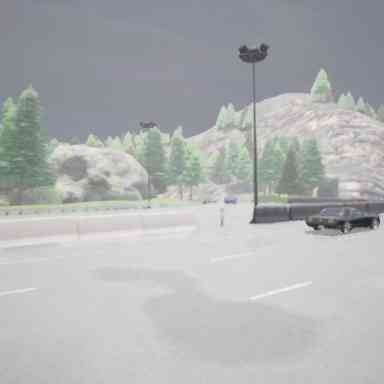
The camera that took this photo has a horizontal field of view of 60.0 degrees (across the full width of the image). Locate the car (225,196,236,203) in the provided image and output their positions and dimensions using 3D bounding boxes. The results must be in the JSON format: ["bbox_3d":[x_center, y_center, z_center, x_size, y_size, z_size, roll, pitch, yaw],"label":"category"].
[{"bbox_3d":[8.745,1.769,75.568,1.837,1.490,4.892,-1,-1,0],"label":"car"}]

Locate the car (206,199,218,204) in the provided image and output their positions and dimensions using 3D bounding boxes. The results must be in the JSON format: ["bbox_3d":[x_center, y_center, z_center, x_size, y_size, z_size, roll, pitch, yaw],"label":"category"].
[{"bbox_3d":[5.334,2.631,91.184,2.033,1.411,5.357,-1,-3,-19],"label":"car"}]

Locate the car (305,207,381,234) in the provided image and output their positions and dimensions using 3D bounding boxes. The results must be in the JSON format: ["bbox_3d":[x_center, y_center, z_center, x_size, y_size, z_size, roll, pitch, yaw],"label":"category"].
[{"bbox_3d":[8.454,1.498,18.392,4.718,1.301,1.895,0,0,-36],"label":"car"}]

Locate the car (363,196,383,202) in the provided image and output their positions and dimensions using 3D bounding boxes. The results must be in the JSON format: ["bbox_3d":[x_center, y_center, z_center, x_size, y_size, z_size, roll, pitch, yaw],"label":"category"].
[{"bbox_3d":[28.011,1.326,49.780,4.181,1.385,1.994,1,-1,-35],"label":"car"}]

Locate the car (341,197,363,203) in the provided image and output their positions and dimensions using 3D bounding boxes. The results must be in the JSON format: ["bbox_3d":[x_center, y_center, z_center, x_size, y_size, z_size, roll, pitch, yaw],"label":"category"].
[{"bbox_3d":[25.513,1.356,52.291,4.718,1.301,1.895,1,0,-35],"label":"car"}]

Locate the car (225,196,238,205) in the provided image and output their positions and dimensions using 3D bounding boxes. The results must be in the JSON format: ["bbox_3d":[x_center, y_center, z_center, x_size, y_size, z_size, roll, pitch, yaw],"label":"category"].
[{"bbox_3d":[6.994,1.428,58.959,1.882,1.535,5.008,-1,-1,15],"label":"car"}]
